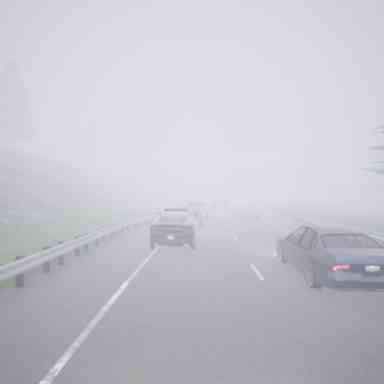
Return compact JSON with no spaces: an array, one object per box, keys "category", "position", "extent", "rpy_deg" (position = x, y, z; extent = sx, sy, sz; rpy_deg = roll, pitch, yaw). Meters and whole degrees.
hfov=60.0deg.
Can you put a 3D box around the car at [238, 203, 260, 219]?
[{"category":"car","position":[5.341,1.763,31.386],"extent":[1.812,1.442,4.674],"rpy_deg":[0,0,6]}]

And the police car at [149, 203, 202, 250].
[{"category":"police car","position":[-0.686,1.530,15.128],"extent":[1.930,1.638,5.238],"rpy_deg":[0,0,3]}]

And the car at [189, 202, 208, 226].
[{"category":"car","position":[-0.008,1.701,24.968],"extent":[1.812,1.442,4.674],"rpy_deg":[0,0,5]}]

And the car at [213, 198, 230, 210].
[{"category":"car","position":[4.188,1.717,50.172],"extent":[2.097,1.767,4.553],"rpy_deg":[0,0,9]}]

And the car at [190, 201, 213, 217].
[{"category":"car","position":[0.566,1.570,30.897],"extent":[2.097,1.767,4.553],"rpy_deg":[0,0,6]}]

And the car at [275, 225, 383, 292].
[{"category":"car","position":[3.758,1.625,9.289],"extent":[2.033,1.411,5.357],"rpy_deg":[0,0,2]}]
